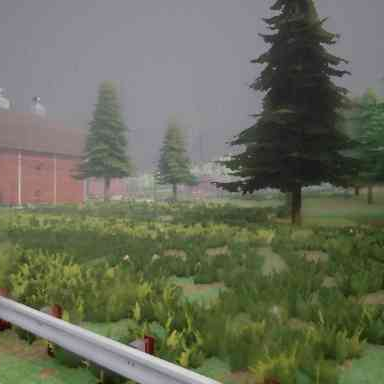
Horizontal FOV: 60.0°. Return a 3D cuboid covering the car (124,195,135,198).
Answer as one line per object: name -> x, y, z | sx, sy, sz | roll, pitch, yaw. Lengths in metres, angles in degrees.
car -> -18.021, 1.531, 93.586 | 1.816, 1.474, 4.193 | 0, 0, 35
